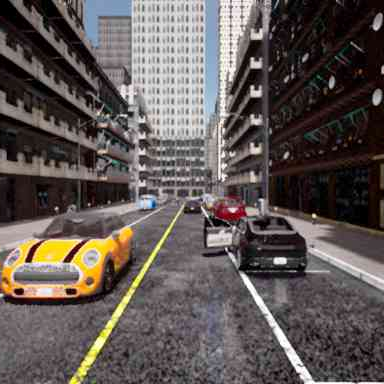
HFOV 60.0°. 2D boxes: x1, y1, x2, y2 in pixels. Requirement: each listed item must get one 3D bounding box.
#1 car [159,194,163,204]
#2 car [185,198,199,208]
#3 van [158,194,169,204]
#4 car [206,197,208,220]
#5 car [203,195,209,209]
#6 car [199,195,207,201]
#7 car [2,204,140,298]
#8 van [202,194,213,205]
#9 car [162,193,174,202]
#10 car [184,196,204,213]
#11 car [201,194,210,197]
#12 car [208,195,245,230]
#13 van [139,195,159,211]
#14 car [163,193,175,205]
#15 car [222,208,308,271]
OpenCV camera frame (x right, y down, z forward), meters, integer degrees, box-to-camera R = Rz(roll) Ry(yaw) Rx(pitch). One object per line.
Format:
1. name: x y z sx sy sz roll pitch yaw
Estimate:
1. car: -5.300 1.371 56.513 1.967 1.590 4.097 -1 0 0
2. car: 0.057 1.544 47.214 1.895 1.301 4.718 0 0 1
3. van: -5.299 1.264 62.062 1.690 1.788 3.998 -1 0 0
4. car: 2.568 1.406 28.784 1.967 1.590 4.097 -1 0 0
5. car: 2.574 1.477 40.052 1.752 1.417 4.829 -1 0 0
6. car: 2.591 1.443 78.725 1.887 1.381 4.507 -1 0 0
7. car: -2.847 1.342 8.672 2.097 1.767 4.553 0 0 0
8. van: 2.579 1.272 56.529 1.690 1.788 3.998 -1 0 0
9. car: -5.294 1.222 73.160 2.192 1.841 5.009 -1 0 0
10. car: 0.070 1.483 35.880 1.812 1.442 4.674 0 0 1
11. car: 2.575 1.385 45.431 1.967 1.590 4.097 -1 0 0
12. car: 2.564 1.288 23.235 2.192 1.841 5.009 -1 0 0
13. van: -5.309 1.293 39.866 1.690 1.788 3.998 -1 0 0
14. car: -2.728 1.119 49.584 2.128 1.511 4.902 0 0 0
15. car: 2.234 1.492 10.831 1.837 1.490 4.892 0 0 0
